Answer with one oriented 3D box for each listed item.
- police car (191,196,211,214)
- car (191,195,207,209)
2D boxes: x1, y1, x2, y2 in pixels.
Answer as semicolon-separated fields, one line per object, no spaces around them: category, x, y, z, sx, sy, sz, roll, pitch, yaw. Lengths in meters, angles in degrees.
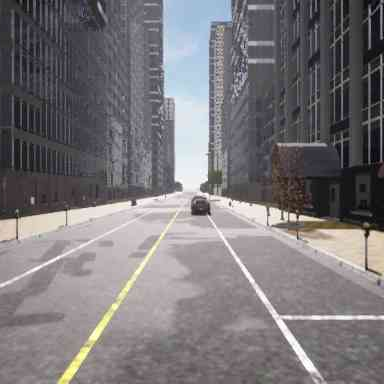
police car;0.900;1.401;34.595;1.930;1.638;5.238;0;0;0
car;0.896;1.319;44.454;2.097;1.767;4.553;0;0;0
